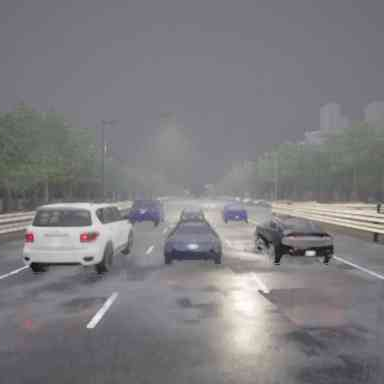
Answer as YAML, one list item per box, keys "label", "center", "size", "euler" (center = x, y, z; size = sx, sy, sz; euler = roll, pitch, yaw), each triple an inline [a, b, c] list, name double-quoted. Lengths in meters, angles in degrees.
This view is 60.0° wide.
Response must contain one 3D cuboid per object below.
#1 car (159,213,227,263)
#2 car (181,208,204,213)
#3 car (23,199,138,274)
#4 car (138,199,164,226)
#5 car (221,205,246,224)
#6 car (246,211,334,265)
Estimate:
- label: "car"
  center: [0.049, 1.718, 12.568]
  size: [1.994, 1.385, 4.181]
  euler: [0, -1, 1]
- label: "car"
  center: [0.046, 1.914, 26.717]
  size: [1.895, 1.301, 4.718]
  euler: [0, -1, 1]
- label: "car"
  center: [-3.464, 1.361, 11.220]
  size: [2.150, 2.045, 5.566]
  euler: [0, 0, 0]
- label: "car"
  center: [-3.461, 1.532, 26.205]
  size: [2.150, 2.045, 5.566]
  euler: [0, 0, 0]
- label: "car"
  center: [3.560, 1.807, 28.493]
  size: [1.882, 1.535, 5.008]
  euler: [0, 0, 1]
- label: "car"
  center: [3.546, 1.643, 12.335]
  size: [2.128, 1.511, 4.902]
  euler: [0, -1, 0]
